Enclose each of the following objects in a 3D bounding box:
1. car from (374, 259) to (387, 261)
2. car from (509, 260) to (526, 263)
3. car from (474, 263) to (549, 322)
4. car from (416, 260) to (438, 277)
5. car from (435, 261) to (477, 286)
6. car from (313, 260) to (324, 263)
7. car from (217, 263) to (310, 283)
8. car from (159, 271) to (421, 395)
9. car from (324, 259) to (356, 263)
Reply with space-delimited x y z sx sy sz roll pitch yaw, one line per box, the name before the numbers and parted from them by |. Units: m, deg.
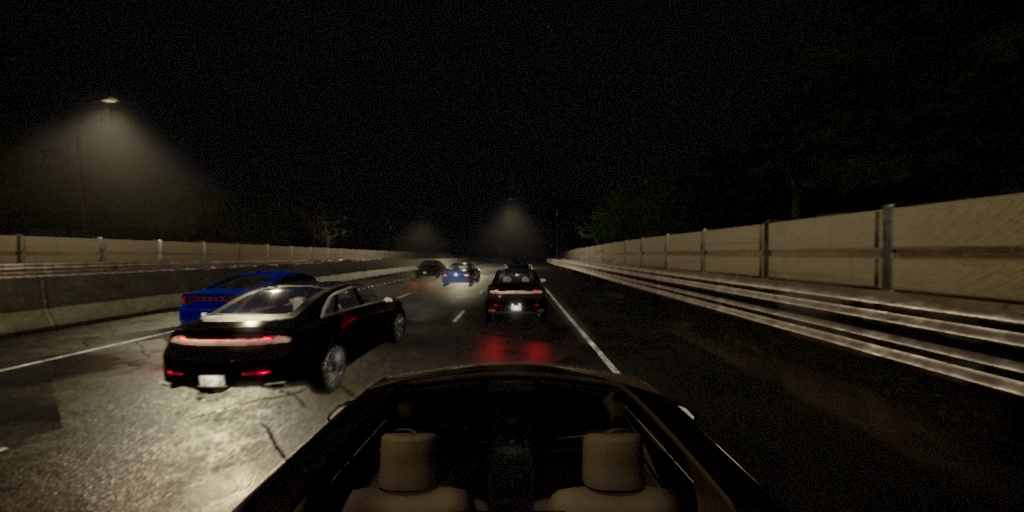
car | -16.703 1.100 45.838 2.033 1.411 5.357 0 0 2
car | 0.431 1.067 28.339 1.837 1.490 4.892 0 0 2
car | 0.149 1.166 11.966 2.128 1.511 4.902 0 0 1
car | -6.543 1.080 29.435 1.812 1.442 4.674 0 0 2
car | -3.202 1.143 23.350 2.033 1.411 5.357 0 0 2
car | -23.773 1.145 44.158 1.895 1.301 4.718 0 0 2
car | -6.872 1.161 10.564 1.882 1.535 5.008 0 1 1
car | -3.424 1.204 6.548 2.128 1.511 4.902 0 0 1
car | -20.287 1.091 43.902 2.033 1.411 5.357 0 0 2
